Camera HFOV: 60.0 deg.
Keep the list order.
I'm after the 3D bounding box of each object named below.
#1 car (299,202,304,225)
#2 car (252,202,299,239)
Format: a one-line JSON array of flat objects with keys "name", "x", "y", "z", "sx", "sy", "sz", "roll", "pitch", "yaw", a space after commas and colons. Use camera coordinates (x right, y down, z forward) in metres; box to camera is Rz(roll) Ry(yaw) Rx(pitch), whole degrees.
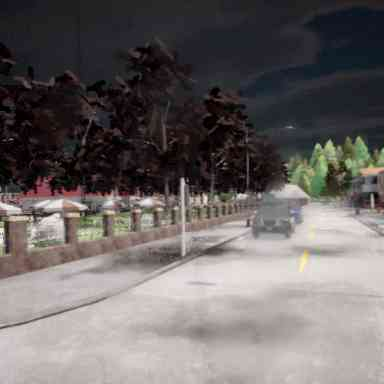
[{"name": "car", "x": 9.230, "y": 1.953, "z": 31.123, "sx": 2.150, "sy": 2.045, "sz": 5.566, "roll": -2, "pitch": -2, "yaw": 22}, {"name": "car", "x": 5.321, "y": 1.740, "z": 21.130, "sx": 2.150, "sy": 2.045, "sz": 5.566, "roll": -2, "pitch": -2, "yaw": 21}]
